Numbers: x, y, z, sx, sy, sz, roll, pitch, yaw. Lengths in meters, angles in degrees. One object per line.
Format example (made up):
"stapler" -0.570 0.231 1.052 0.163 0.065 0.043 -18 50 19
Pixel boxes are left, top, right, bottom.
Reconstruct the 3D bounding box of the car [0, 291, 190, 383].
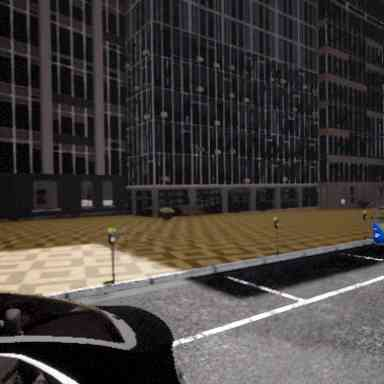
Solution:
"car" -2.277 1.510 1.751 4.892 1.490 1.837 0 0 -36

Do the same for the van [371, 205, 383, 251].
"van" 8.422 1.311 12.599 3.998 1.788 1.690 0 -1 -36
